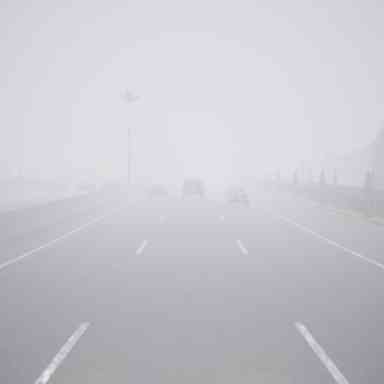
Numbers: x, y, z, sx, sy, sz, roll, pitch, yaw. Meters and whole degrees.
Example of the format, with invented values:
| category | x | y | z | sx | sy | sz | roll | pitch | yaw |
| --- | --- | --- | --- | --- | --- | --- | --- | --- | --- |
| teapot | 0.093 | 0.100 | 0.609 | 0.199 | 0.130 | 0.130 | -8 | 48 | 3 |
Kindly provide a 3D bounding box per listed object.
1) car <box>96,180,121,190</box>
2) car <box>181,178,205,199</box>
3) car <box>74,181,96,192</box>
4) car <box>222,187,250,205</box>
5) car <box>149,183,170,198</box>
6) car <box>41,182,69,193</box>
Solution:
| category | x | y | z | sx | sy | sz | roll | pitch | yaw |
| --- | --- | --- | --- | --- | --- | --- | --- | --- | --- |
| car | -10.558 | -0.787 | 43.502 | 1.882 | 1.535 | 5.008 | 0 | 3 | 0 |
| car | 0.108 | -0.433 | 33.724 | 2.150 | 2.045 | 5.566 | 0 | 4 | 0 |
| car | -14.056 | -0.727 | 43.898 | 1.994 | 1.385 | 4.181 | 0 | 3 | 0 |
| car | 3.579 | 0.275 | 27.568 | 2.033 | 1.411 | 5.357 | 0 | 4 | 0 |
| car | -3.390 | -0.215 | 34.741 | 1.837 | 1.490 | 4.892 | 0 | 3 | 0 |
| car | -17.560 | -0.624 | 42.794 | 1.895 | 1.301 | 4.718 | 0 | 4 | 0 |
